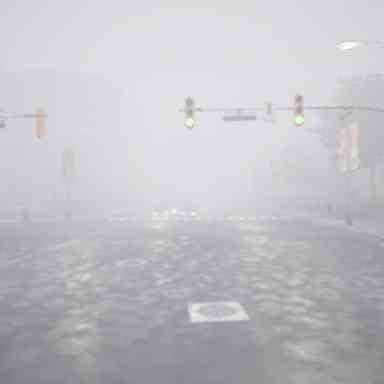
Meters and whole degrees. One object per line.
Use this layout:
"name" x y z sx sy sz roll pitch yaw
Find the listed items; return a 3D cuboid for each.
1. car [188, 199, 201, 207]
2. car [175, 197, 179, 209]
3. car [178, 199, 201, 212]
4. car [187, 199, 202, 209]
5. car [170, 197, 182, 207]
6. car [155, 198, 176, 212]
"car" 0.404 2.061 64.292 1.994 1.385 4.181 -1 0 -6
"car" -3.075 1.941 53.938 2.128 1.511 4.902 -1 0 5
"car" -0.256 1.895 44.297 2.033 1.411 5.357 -1 0 4
"car" 0.447 1.966 54.283 2.033 1.411 5.357 -1 0 4
"car" -3.080 1.879 63.903 2.097 1.767 4.553 -1 0 -6
"car" -3.751 1.888 44.545 1.837 1.490 4.892 -1 0 4
